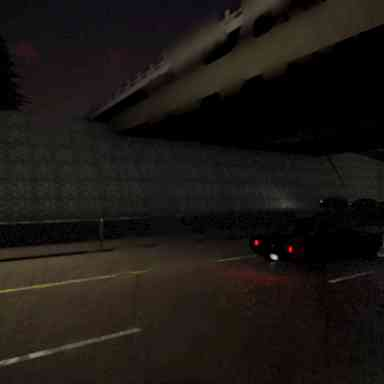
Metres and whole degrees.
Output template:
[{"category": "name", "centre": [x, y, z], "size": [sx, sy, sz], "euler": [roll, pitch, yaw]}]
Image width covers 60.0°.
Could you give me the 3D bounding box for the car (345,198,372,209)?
[{"category": "car", "centre": [23.496, 1.595, 45.334], "size": [4.892, 1.490, 1.837], "euler": [1, 0, -34]}]

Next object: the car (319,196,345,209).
[{"category": "car", "centre": [20.221, 1.414, 47.344], "size": [4.553, 1.767, 2.097], "euler": [0, 0, -34]}]

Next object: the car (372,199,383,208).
[{"category": "car", "centre": [25.460, 1.613, 42.441], "size": [4.892, 1.490, 1.837], "euler": [1, 0, -34]}]

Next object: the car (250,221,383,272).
[{"category": "car", "centre": [4.245, 1.611, 10.913], "size": [4.718, 1.301, 1.895], "euler": [0, 0, -34]}]
